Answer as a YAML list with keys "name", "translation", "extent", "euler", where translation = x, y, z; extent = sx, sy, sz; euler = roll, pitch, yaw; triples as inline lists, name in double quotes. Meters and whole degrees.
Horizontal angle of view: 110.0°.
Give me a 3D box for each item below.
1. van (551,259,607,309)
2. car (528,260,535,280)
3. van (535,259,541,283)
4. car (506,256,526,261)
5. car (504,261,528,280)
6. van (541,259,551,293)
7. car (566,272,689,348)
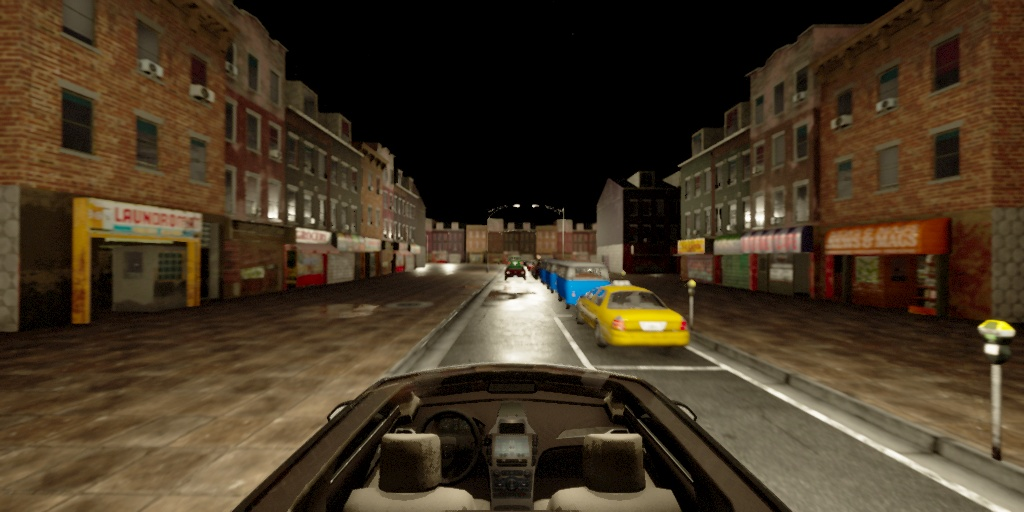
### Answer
- name: "van"
  translation: [2.732, 1.126, 14.616]
  extent: [1.690, 1.789, 3.998]
  euler: [0, 0, 0]
- name: "car"
  translation: [2.870, 1.134, 31.596]
  extent: [2.192, 1.841, 5.009]
  euler: [0, 0, 0]
- name: "van"
  translation: [2.824, 1.148, 25.936]
  extent: [1.690, 1.789, 3.998]
  euler: [0, 0, 0]
- name: "car"
  translation: [0.422, 1.062, 47.502]
  extent: [2.150, 2.045, 5.566]
  euler: [0, 0, 0]
- name: "car"
  translation: [0.302, 1.409, 31.864]
  extent: [1.895, 1.301, 4.718]
  euler: [0, 0, 0]
- name: "van"
  translation: [2.778, 1.137, 20.276]
  extent: [1.690, 1.789, 3.998]
  euler: [0, 0, 0]
- name: "car"
  translation: [2.687, 1.301, 9.126]
  extent: [1.751, 1.417, 4.829]
  euler: [0, 0, 0]
